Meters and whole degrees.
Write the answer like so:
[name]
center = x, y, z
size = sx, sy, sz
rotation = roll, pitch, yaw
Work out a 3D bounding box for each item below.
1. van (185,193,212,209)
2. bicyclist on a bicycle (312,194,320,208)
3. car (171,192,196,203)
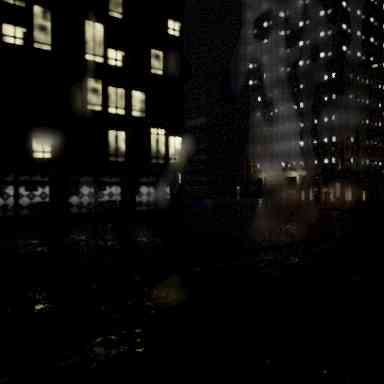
[van]
center = 0.823, 1.198, 41.854
size = 1.690, 1.788, 3.998
rotation = 0, 0, -34
[bicyclist on a bicycle]
center = 15.213, 1.101, 40.793
size = 1.656, 1.620, 0.582
rotation = -1, 1, -34
[car]
center = -1.559, 1.019, 60.311
size = 2.192, 1.841, 5.009
rotation = 0, 0, -34
